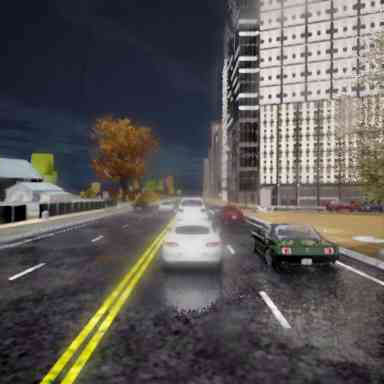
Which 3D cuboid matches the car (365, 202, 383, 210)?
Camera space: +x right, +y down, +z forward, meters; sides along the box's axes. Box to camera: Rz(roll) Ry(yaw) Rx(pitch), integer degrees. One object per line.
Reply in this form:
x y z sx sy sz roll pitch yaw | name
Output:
31.038 2.335 56.053 4.403 1.369 2.008 0 1 20 | car

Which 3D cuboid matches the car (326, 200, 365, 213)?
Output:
23.005 2.198 50.599 5.009 1.841 2.192 0 1 20 | car

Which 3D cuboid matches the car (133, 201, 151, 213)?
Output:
-6.548 1.982 44.052 1.837 1.490 4.892 0 -1 1 | car

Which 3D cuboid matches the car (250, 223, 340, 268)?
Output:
3.288 1.722 11.678 1.895 1.301 4.718 0 -1 0 | car

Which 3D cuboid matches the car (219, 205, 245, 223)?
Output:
3.295 1.822 28.057 1.812 1.442 4.674 0 0 0 | car

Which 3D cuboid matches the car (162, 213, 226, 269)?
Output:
0.036 1.646 11.499 1.812 1.442 4.674 0 -1 1 | car

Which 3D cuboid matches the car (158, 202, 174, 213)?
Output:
-3.305 1.994 43.400 1.812 1.442 4.674 0 -1 1 | car

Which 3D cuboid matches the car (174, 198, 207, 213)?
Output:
0.030 1.499 26.187 2.150 2.045 5.566 0 0 1 | car
